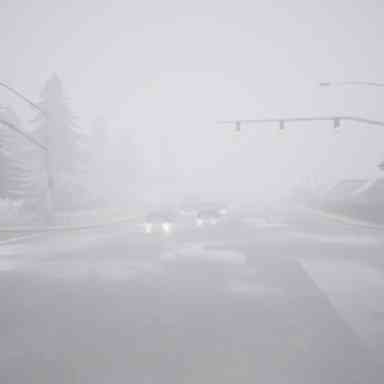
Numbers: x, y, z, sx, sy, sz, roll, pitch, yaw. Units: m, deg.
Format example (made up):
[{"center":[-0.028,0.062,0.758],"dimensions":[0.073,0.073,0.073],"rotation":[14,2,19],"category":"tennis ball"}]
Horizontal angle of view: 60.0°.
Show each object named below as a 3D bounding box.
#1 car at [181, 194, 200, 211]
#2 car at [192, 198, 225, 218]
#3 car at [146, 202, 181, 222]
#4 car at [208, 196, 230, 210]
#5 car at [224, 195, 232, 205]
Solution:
[{"center":[-0.079,1.329,43.087],"dimensions":[2.150,2.045,5.566],"rotation":[-1,0,9],"category":"car"},{"center":[1.653,1.604,31.398],"dimensions":[2.033,1.411,5.357],"rotation":[-1,0,9],"category":"car"},{"center":[-2.443,1.632,27.798],"dimensions":[1.812,1.442,4.674],"rotation":[-1,0,9],"category":"car"},{"center":[3.451,1.619,42.955],"dimensions":[1.994,1.385,4.181],"rotation":[-1,0,9],"category":"car"},{"center":[6.123,1.404,59.886],"dimensions":[2.097,1.767,4.553],"rotation":[-1,0,9],"category":"car"}]
